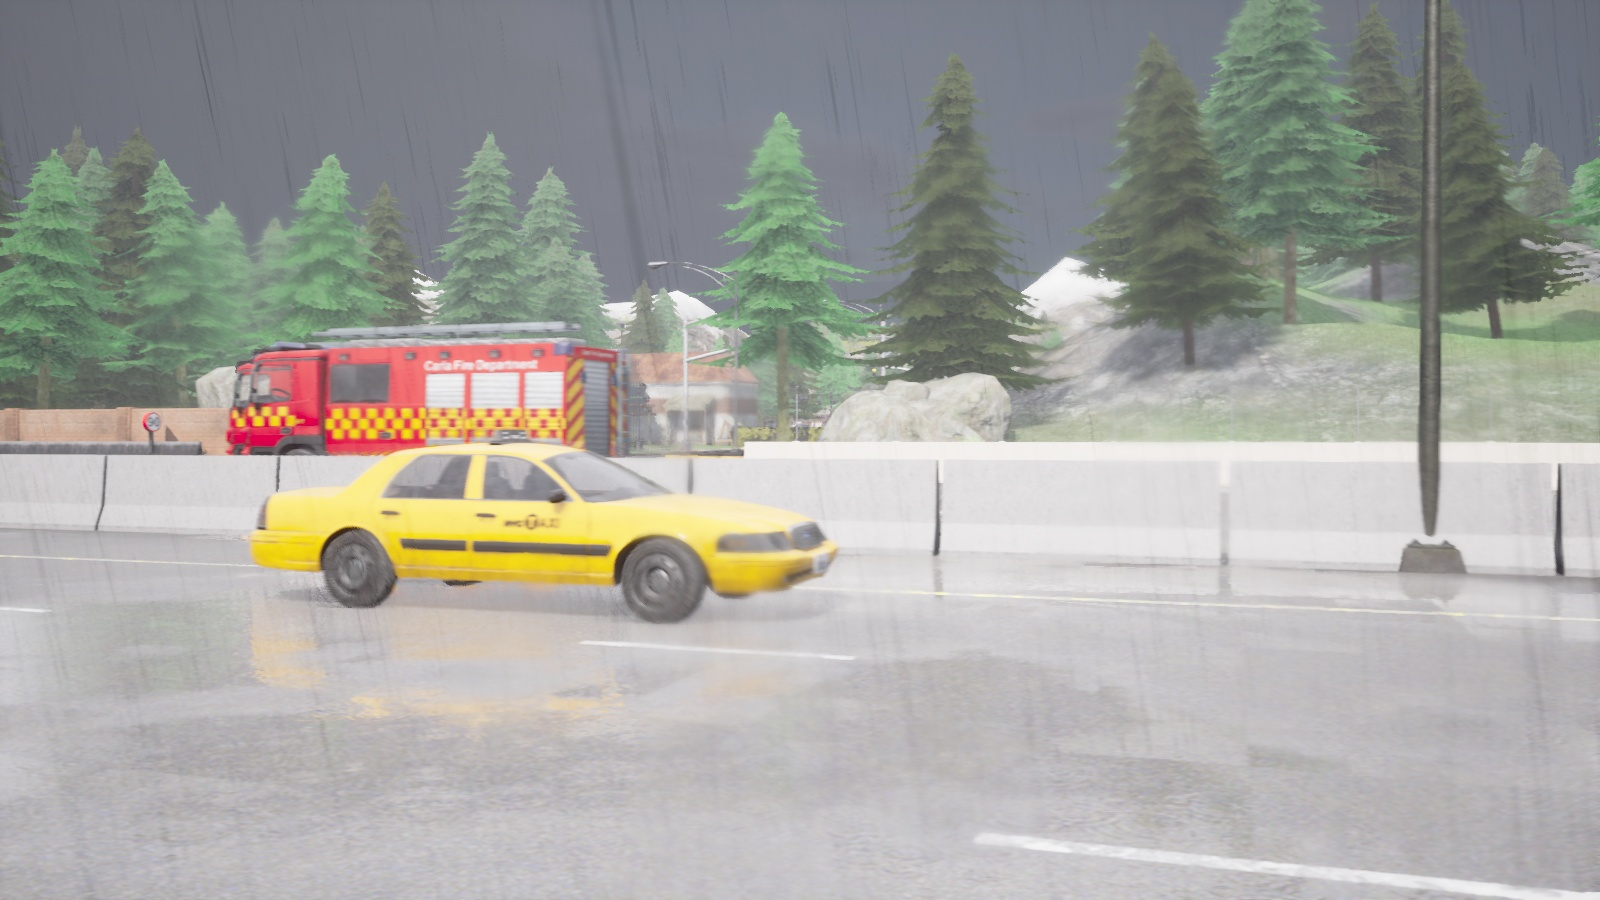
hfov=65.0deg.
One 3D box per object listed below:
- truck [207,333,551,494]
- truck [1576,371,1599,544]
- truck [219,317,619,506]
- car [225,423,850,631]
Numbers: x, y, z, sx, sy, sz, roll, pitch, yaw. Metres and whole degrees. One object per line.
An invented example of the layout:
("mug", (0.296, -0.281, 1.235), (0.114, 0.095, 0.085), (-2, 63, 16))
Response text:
("truck", (-10.954, -0.938, 32.700), (8.468, 3.827, 2.891), (1, 1, 19))
("truck", (13.850, 0.130, 16.992), (5.204, 2.467, 2.627), (0, 1, 19))
("truck", (-8.554, -0.850, 28.202), (8.468, 3.827, 2.891), (1, 1, 19))
("car", (-2.383, 0.562, 11.377), (5.366, 1.575, 1.801), (1, 1, 19))
